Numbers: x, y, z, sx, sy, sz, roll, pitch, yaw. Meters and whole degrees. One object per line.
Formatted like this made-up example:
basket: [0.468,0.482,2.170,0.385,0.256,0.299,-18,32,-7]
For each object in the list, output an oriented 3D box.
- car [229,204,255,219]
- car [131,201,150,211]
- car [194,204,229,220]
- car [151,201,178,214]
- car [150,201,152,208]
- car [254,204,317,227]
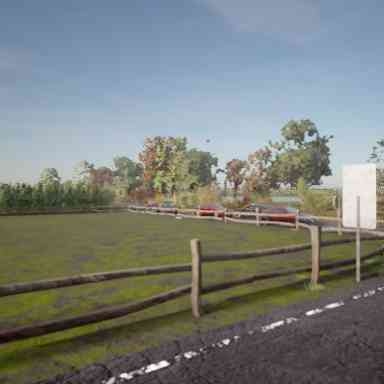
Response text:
car: [6.267,1.926,33.016,1.837,1.490,4.892,0,-1,-35]
car: [-8.686,2.344,54.233,1.994,1.385,4.181,0,-1,-18]
car: [2.186,1.950,33.860,1.882,1.535,5.008,0,-1,-34]
car: [-3.151,2.172,42.326,1.994,1.385,4.181,0,-1,-28]
car: [-7.182,2.362,60.036,1.812,1.442,4.674,0,0,-16]
car: [7.477,1.869,26.183,1.812,1.442,4.674,0,-1,-35]
